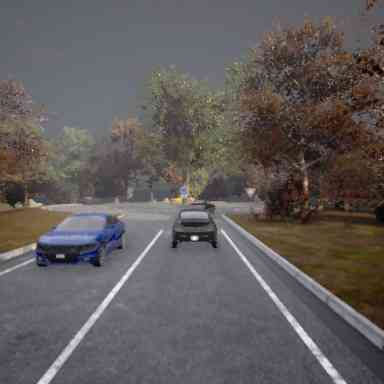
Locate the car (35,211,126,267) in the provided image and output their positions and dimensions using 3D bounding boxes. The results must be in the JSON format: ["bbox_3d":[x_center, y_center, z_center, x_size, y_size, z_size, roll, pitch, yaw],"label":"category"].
[{"bbox_3d":[-3.595,1.475,11.580,1.882,1.535,5.008,0,0,0],"label":"car"}]

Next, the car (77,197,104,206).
[{"bbox_3d":[-16.945,1.534,56.002,2.033,1.411,5.357,0,0,19],"label":"car"}]

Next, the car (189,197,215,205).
[{"bbox_3d":[1.124,1.484,32.812,2.128,1.511,4.902,-1,0,17],"label":"car"}]

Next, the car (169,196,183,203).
[{"bbox_3d":[-2.081,1.462,67.144,5.008,1.535,1.882,-1,0,-2],"label":"car"}]

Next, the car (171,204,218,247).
[{"bbox_3d":[0.099,1.501,15.026,1.837,1.490,4.892,0,0,0],"label":"car"}]
